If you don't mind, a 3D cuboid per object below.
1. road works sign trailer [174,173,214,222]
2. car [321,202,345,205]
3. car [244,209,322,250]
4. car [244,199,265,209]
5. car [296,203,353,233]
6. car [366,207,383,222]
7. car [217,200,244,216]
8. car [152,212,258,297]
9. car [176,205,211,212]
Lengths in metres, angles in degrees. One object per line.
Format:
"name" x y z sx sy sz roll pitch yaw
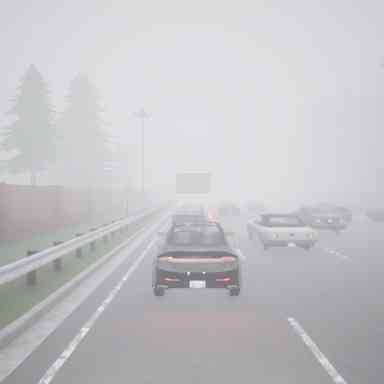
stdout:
"road works sign trailer" 0.075 0.465 22.940 2.380 3.560 2.880 0 0 -1
"car" 10.613 1.507 25.657 1.837 1.490 4.892 0 1 0
"car" 3.607 1.601 14.229 1.895 1.301 4.718 0 0 0
"car" 7.118 1.526 38.011 1.812 1.442 4.674 0 0 0
"car" 7.111 1.547 19.627 2.033 1.411 5.357 0 0 0
"car" 14.112 1.601 23.082 1.895 1.301 4.718 0 0 0
"car" 3.620 1.526 33.041 1.812 1.442 4.674 0 0 0
"car" 0.105 1.492 8.571 2.128 1.511 4.902 0 0 0
"car" 0.019 1.474 19.021 1.882 1.535 5.008 0 0 5
